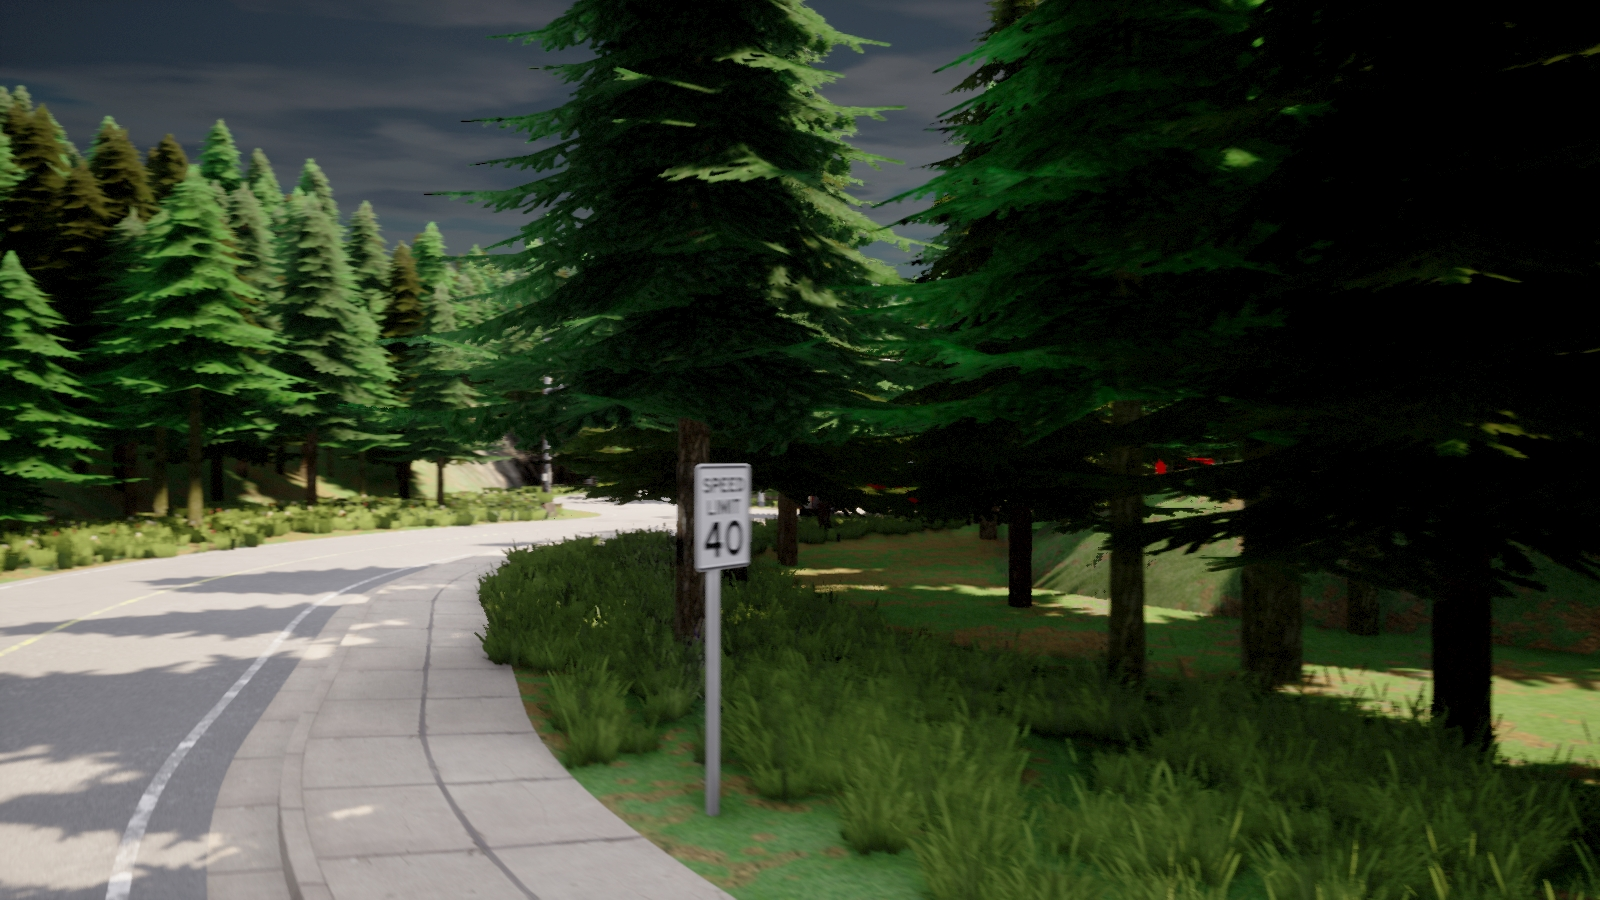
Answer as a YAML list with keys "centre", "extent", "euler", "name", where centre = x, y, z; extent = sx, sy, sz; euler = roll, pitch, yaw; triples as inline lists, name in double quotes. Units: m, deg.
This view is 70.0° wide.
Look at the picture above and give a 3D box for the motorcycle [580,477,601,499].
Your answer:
- centre: [-12.639, 2.299, 69.100]
  extent: [0.867, 1.251, 2.209]
  euler: [1, 0, -1]
  name: "motorcycle"
